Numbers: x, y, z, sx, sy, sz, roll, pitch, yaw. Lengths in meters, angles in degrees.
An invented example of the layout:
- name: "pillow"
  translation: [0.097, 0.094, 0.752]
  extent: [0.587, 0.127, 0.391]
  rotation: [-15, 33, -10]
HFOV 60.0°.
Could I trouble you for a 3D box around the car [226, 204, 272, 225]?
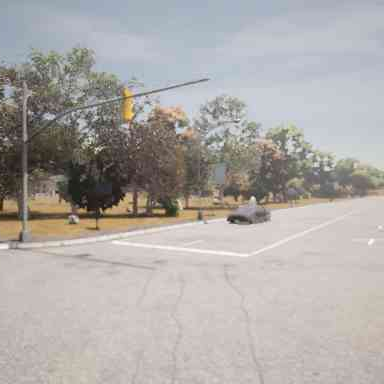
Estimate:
- name: "car"
  translation: [4.569, 1.675, 25.906]
  extent: [2.033, 1.411, 5.357]
  rotation: [-1, 0, 32]
